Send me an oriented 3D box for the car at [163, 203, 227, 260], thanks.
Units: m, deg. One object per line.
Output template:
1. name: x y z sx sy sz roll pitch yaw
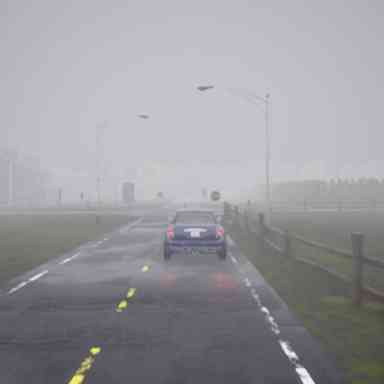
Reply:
1. car: 0.103 1.361 12.695 2.097 1.767 4.553 0 0 0

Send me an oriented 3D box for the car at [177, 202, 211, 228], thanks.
1. car: 0.101 1.509 23.183 2.128 1.511 4.902 0 0 0
